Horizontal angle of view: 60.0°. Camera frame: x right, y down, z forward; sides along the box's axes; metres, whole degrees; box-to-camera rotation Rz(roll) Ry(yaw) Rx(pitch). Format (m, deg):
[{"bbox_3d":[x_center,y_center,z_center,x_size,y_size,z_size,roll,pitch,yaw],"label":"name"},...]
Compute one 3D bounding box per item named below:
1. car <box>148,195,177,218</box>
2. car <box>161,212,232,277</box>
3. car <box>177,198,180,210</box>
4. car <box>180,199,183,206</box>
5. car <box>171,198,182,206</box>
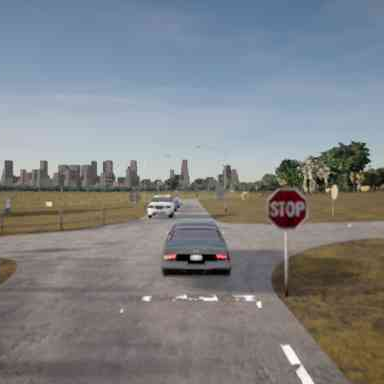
[{"bbox_3d":[-2.846,1.332,31.628,2.150,2.045,5.566,0,0,0],"label":"car"},{"bbox_3d":[0.098,1.584,10.275,2.033,1.411,5.357,0,0,0],"label":"car"},{"bbox_3d":[-2.842,1.675,41.426,1.812,1.442,4.674,0,0,0],"label":"car"},{"bbox_3d":[-2.830,1.746,51.256,2.033,1.411,5.357,0,0,0],"label":"car"},{"bbox_3d":[-2.762,1.788,61.558,1.812,1.442,4.674,0,0,0],"label":"car"}]
